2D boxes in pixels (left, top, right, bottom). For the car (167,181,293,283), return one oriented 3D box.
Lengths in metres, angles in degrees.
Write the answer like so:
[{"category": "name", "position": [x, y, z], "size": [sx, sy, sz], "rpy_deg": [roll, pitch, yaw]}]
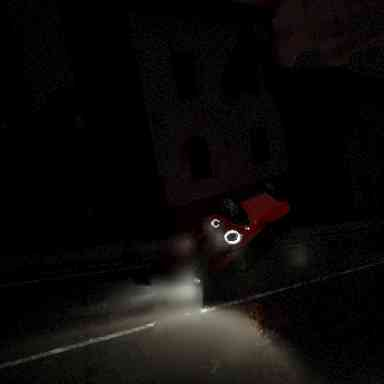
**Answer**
[{"category": "car", "position": [1.420, 1.262, 9.108], "size": [2.097, 1.767, 4.553], "rpy_deg": [-53, -19, 27]}]
